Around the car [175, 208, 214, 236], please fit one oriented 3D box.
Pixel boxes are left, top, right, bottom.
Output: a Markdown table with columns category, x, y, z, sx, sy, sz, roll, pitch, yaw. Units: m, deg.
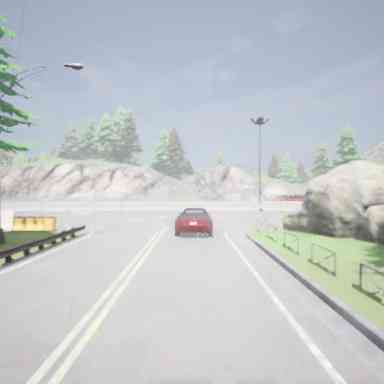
| category | x | y | z | sx | sy | sz | roll | pitch | yaw |
| --- | --- | --- | --- | --- | --- | --- | --- | --- | --- |
| car | 0.204 | 1.589 | 18.562 | 1.994 | 1.385 | 4.181 | 0 | -2 | 4 |

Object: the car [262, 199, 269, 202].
| category | x | y | z | sx | sy | sz | roll | pitch | yaw |
| --- | --- | --- | --- | --- | --- | --- | --- | --- | --- |
| car | 14.242 | 1.383 | 51.629 | 5.566 | 2.045 | 2.150 | 0 | 0 | 0 |

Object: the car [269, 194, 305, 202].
| category | x | y | z | sx | sy | sz | roll | pitch | yaw |
| --- | --- | --- | --- | --- | --- | --- | --- | --- | --- |
| car | 14.551 | 1.383 | 48.136 | 5.566 | 2.045 | 2.150 | 0 | 0 | -1 |
